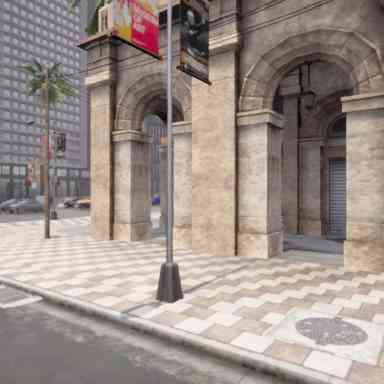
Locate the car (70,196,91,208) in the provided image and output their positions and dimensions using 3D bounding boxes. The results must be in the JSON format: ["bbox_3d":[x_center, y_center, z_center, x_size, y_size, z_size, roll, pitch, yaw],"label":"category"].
[{"bbox_3d":[-13.977,1.352,46.317,2.097,1.767,4.553,0,0,35],"label":"car"}]

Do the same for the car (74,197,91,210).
[{"bbox_3d":[-12.192,1.600,42.799,1.895,1.301,4.718,0,0,36],"label":"car"}]

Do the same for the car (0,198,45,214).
[{"bbox_3d":[-17.474,1.563,35.411,1.994,1.385,4.181,0,0,36],"label":"car"}]

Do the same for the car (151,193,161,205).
[{"bbox_3d":[-6.042,1.221,57.384,2.150,2.045,5.566,0,0,35],"label":"car"}]

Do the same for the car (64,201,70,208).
[{"bbox_3d":[-16.256,1.513,48.449,2.161,1.482,4.786,0,0,35],"label":"car"}]
